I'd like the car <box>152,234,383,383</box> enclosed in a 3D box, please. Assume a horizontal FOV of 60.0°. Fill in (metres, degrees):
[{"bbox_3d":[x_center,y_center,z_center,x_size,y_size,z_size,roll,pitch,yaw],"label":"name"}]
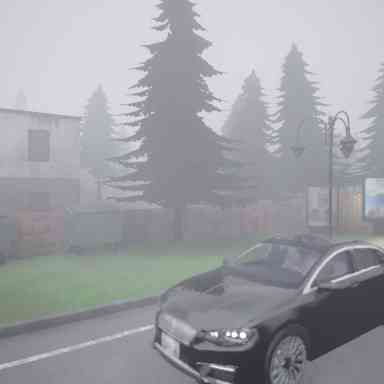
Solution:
[{"bbox_3d":[1.730,1.492,5.266,4.902,1.511,2.128,0,0,-36],"label":"car"}]
